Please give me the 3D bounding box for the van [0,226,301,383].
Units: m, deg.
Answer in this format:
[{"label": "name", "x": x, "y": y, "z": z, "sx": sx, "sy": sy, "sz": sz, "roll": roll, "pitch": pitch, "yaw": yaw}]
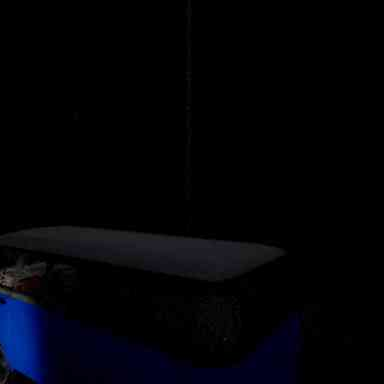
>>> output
[{"label": "van", "x": -0.855, "y": 1.347, "z": 3.688, "sx": 3.998, "sy": 1.788, "sz": 1.690, "roll": 0, "pitch": 0, "yaw": 36}]
